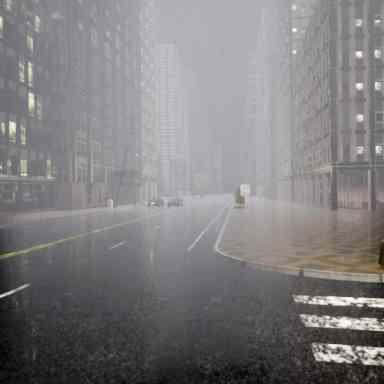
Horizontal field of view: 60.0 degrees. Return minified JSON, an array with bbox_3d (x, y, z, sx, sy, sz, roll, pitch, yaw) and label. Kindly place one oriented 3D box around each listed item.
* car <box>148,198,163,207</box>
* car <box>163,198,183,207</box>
[{"bbox_3d":[-5.867,1.666,54.402,2.128,1.511,4.902,-1,0,8],"label":"car"},{"bbox_3d":[-2.647,1.677,53.956,2.033,1.411,5.357,-1,0,8],"label":"car"}]
